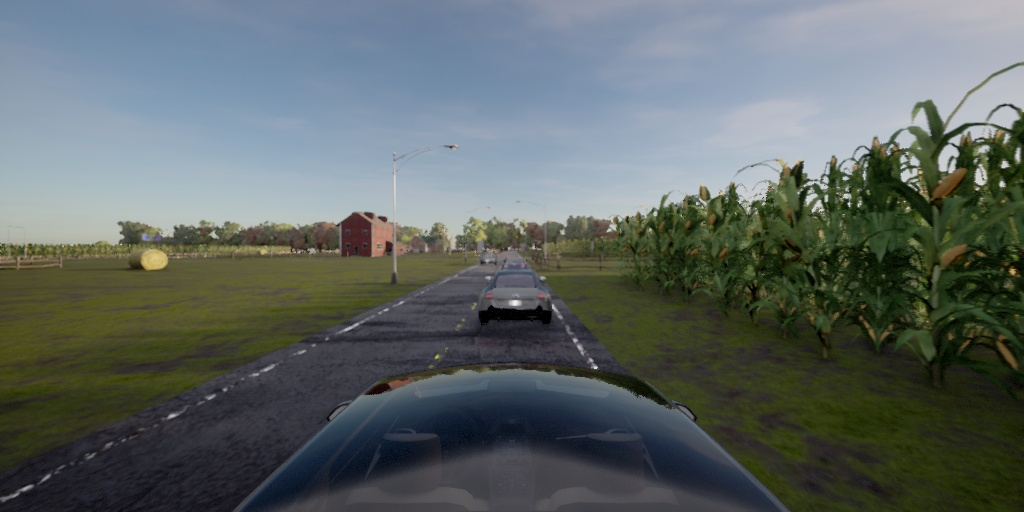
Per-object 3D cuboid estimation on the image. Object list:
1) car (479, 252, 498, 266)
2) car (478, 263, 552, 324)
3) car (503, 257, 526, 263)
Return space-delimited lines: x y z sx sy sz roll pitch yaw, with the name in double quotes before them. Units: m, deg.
"car" -2.662 0.294 41.368 2.128 1.511 4.902 0 1 0
"car" 0.108 1.092 10.929 1.994 1.385 4.181 0 1 1
"car" 0.198 0.716 28.200 1.895 1.301 4.718 0 1 1
